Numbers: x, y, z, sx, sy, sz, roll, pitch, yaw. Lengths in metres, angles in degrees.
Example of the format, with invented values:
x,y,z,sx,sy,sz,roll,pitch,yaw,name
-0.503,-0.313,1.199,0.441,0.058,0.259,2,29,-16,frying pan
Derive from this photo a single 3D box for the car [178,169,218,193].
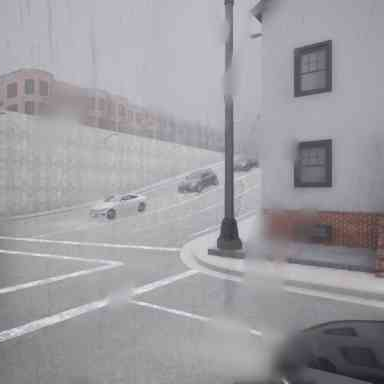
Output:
x,y,z,sx,sy,sz,roll,pitch,yaw,name
0.553,-1.125,31.338,2.097,1.767,4.553,0,13,34,car

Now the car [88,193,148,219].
x,y,z,sx,sy,sz,roll,pitch,yaw,name
-5.071,0.864,23.311,1.812,1.442,4.674,0,7,35,car

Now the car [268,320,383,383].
x,y,z,sx,sy,sz,roll,pitch,yaw,name
2.773,1.526,1.993,4.674,1.442,1.812,0,0,36,car

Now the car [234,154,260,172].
x,y,z,sx,sy,sz,roll,pitch,yaw,name
6.236,-3.503,39.357,2.097,1.767,4.553,0,14,35,car
